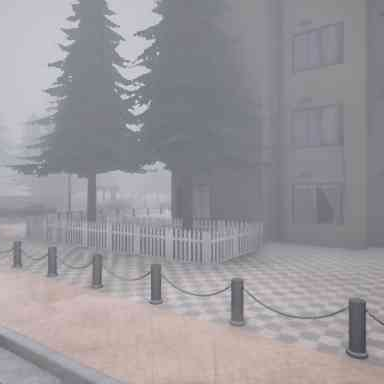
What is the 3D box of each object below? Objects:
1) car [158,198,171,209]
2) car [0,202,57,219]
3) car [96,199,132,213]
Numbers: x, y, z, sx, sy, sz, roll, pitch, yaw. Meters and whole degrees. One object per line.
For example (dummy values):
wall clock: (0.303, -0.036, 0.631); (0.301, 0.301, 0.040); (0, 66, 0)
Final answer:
car: (-2.478, 1.510, 44.447); (1.812, 1.442, 4.674); (0, 0, 37)
car: (-14.342, 1.585, 28.769); (1.895, 1.301, 4.718); (0, 0, 37)
car: (-8.716, 1.476, 36.217); (2.128, 1.511, 4.902); (0, 0, 37)
